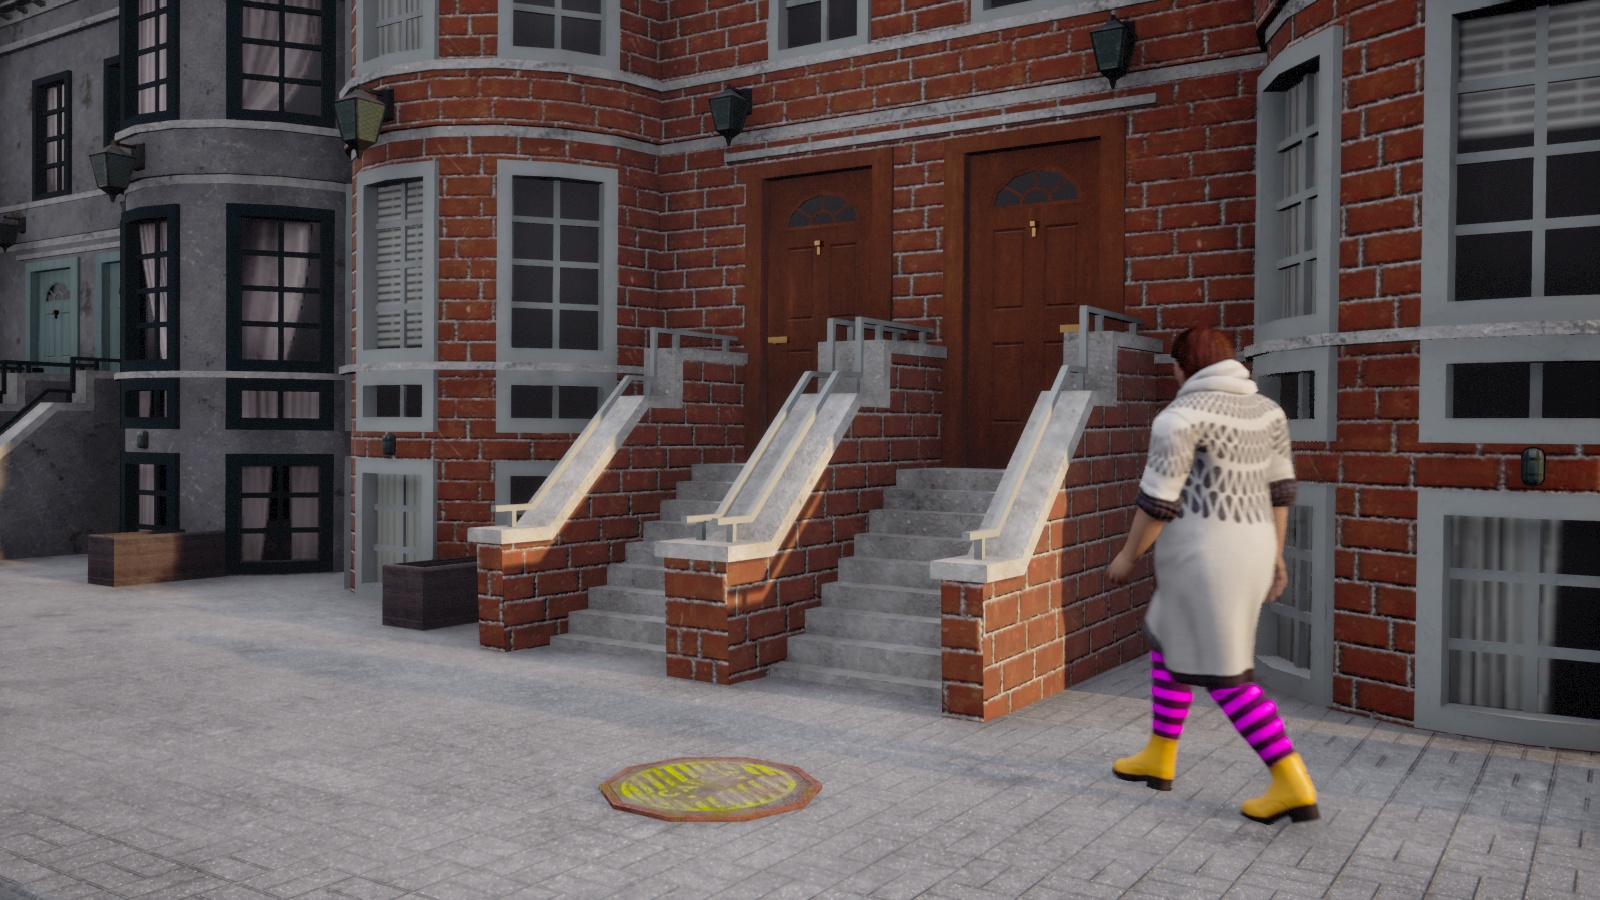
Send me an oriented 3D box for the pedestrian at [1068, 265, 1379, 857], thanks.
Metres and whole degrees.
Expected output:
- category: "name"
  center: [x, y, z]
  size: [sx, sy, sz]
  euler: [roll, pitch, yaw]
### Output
- category: "pedestrian"
  center: [1.566, 0.363, 4.681]
  size: [0.659, 1.952, 0.873]
  euler: [-1, 1, -39]
